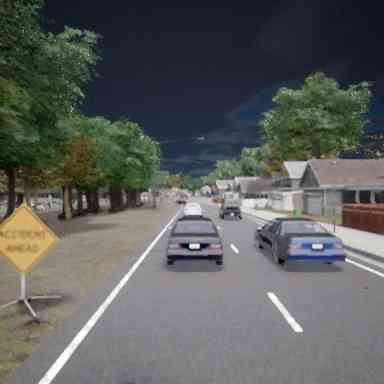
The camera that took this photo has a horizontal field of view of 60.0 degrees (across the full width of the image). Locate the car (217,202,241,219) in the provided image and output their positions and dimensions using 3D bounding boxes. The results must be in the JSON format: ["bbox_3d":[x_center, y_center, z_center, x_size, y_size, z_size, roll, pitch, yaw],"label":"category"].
[{"bbox_3d":[3.596,1.775,32.145,1.837,1.490,4.892,0,-1,0],"label":"car"}]

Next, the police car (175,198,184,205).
[{"bbox_3d":[-2.683,2.489,86.175,1.930,1.638,5.238,0,-1,-5],"label":"police car"}]

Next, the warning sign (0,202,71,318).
[{"bbox_3d":[-3.039,1.140,6.029,1.300,1.860,1.060,1,0,0],"label":"warning sign"}]

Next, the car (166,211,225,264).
[{"bbox_3d":[0.087,1.618,12.053,2.033,1.411,5.357,0,0,0],"label":"car"}]

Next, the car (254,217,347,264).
[{"bbox_3d":[3.587,1.617,11.998,2.033,1.411,5.357,0,0,0],"label":"car"}]

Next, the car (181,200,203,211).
[{"bbox_3d":[0.096,1.807,33.043,1.812,1.442,4.674,0,-1,0],"label":"car"}]
